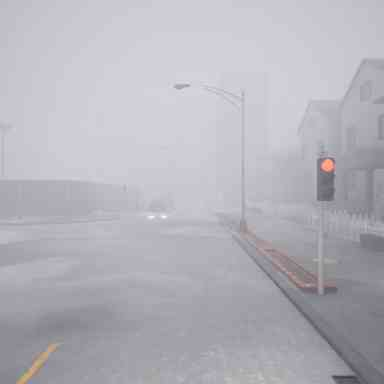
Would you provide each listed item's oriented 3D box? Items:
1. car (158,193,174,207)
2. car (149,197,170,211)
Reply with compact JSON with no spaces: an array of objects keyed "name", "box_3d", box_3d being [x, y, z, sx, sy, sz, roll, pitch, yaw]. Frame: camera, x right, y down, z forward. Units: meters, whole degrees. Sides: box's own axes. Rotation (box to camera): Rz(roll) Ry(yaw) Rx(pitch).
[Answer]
[{"name":"car","box_3d":[-4.046,1.221,51.551,2.150,2.045,5.566,0,0,1]},{"name":"car","box_3d":[-4.074,1.601,40.911,1.895,1.301,4.718,0,0,0]}]
